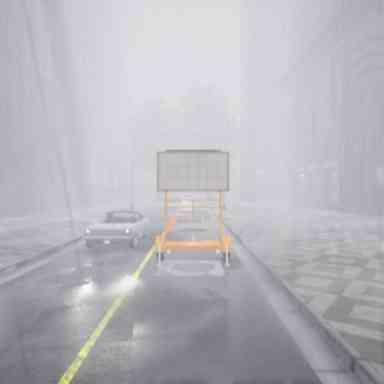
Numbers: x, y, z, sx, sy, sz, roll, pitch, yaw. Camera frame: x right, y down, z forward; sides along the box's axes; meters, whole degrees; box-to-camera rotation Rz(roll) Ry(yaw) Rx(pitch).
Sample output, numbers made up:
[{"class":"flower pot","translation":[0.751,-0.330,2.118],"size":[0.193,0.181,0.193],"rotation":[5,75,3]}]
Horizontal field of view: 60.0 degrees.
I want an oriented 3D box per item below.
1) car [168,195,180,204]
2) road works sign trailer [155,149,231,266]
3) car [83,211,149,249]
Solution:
[{"class":"car","translation":[-2.889,1.175,54.842],"size":[2.033,1.411,5.357],"rotation":[0,0,0]},{"class":"road works sign trailer","translation":[0.041,0.380,11.171],"size":[2.380,3.560,2.880],"rotation":[0,0,0]},{"class":"car","translation":[-3.052,1.495,14.201],"size":[1.895,1.301,4.718],"rotation":[0,0,0]}]
